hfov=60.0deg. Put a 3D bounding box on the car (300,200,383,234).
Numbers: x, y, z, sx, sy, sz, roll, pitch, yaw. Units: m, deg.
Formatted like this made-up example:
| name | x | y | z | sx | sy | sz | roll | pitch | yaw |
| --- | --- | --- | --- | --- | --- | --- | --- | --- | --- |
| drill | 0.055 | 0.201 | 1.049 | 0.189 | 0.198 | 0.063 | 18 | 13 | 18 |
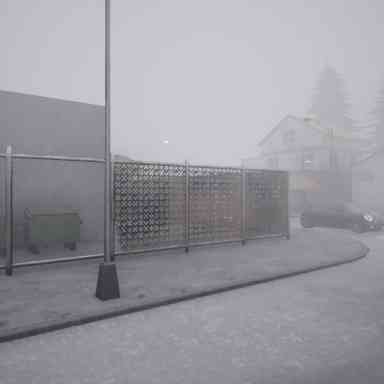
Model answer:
| name | x | y | z | sx | sy | sz | roll | pitch | yaw |
| --- | --- | --- | --- | --- | --- | --- | --- | --- | --- |
| car | 8.662 | 1.351 | 19.212 | 2.097 | 1.767 | 4.553 | 0 | 0 | -37 |
